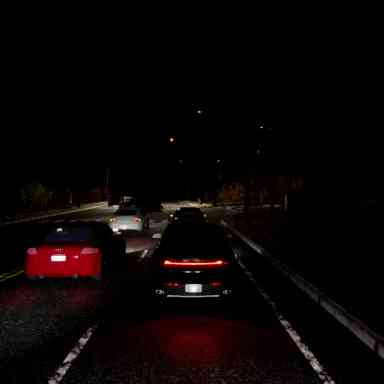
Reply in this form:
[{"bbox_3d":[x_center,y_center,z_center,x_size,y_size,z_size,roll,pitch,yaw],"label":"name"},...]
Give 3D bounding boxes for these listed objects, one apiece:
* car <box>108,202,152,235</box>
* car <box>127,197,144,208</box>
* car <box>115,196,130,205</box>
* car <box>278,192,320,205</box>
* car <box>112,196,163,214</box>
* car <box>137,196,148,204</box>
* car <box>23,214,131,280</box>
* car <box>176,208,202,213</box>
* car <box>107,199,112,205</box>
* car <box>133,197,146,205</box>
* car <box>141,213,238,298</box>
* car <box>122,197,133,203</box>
[{"bbox_3d":[-3.479,1.540,18.768,1.812,1.442,4.674,0,0,-3],"label":"car"},{"bbox_3d":[-8.813,1.579,52.273,2.128,1.511,4.902,0,0,-5],"label":"car"},{"bbox_3d":[-12.931,1.615,62.026,2.128,1.511,4.902,0,0,-5],"label":"car"},{"bbox_3d":[12.298,0.735,38.373,4.674,1.442,1.812,-3,0,-2],"label":"car"},{"bbox_3d":[-4.893,1.276,31.603,2.097,1.767,4.553,0,2,36],"label":"car"},{"bbox_3d":[-10.558,1.684,71.099,2.128,1.511,4.902,0,0,-6],"label":"car"},{"bbox_3d":[-3.259,1.570,10.023,1.994,1.385,4.181,0,0,-1],"label":"car"},{"bbox_3d":[-0.180,1.561,17.899,2.033,1.411,5.357,0,0,-2],"label":"car"},{"bbox_3d":[-12.129,1.616,52.938,1.812,1.442,4.674,0,0,-5],"label":"car"},{"bbox_3d":[-9.591,1.684,61.126,1.994,1.385,4.181,0,0,-5],"label":"car"},{"bbox_3d":[0.013,1.509,8.491,1.837,1.490,4.892,0,0,0],"label":"car"},{"bbox_3d":[-13.904,1.715,71.753,1.994,1.385,4.181,0,0,-7],"label":"car"}]
